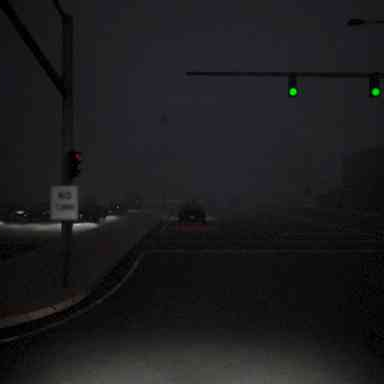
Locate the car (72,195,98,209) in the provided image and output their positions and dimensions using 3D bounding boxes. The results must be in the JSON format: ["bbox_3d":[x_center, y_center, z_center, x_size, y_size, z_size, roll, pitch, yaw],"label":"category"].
[{"bbox_3d":[-15.002,1.351,46.925,2.097,1.767,4.553,0,0,0],"label":"car"}]

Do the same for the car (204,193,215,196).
[{"bbox_3d":[3.497,1.229,64.925,2.150,2.045,5.566,0,0,0],"label":"car"}]

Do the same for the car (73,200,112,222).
[{"bbox_3d":[-8.078,1.564,26.246,1.994,1.385,4.181,0,0,0],"label":"car"}]

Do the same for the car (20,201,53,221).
[{"bbox_3d":[-11.573,1.477,27.053,1.882,1.535,5.008,0,0,0],"label":"car"}]

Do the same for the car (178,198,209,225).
[{"bbox_3d":[-0.001,1.477,23.865,1.882,1.535,5.008,0,0,0],"label":"car"}]

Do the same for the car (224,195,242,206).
[{"bbox_3d":[6.997,1.350,54.862,2.097,1.767,4.553,0,0,0],"label":"car"}]

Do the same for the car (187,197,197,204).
[{"bbox_3d":[-0.003,1.600,64.925,1.895,1.301,4.718,0,0,0],"label":"car"}]

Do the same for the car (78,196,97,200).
[{"bbox_3d":[-11.519,1.351,36.089,2.097,1.767,4.553,0,0,0],"label":"car"}]

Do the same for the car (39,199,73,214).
[{"bbox_3d":[-15.002,1.564,36.936,1.994,1.385,4.181,0,0,0],"label":"car"}]

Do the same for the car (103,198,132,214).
[{"bbox_3d":[-8.030,1.600,35.000,1.895,1.301,4.718,0,0,1],"label":"car"}]

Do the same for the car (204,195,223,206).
[{"bbox_3d":[3.497,1.562,54.892,1.994,1.385,4.181,0,0,0],"label":"car"}]

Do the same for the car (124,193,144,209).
[{"bbox_3d":[-8.002,1.220,45.571,2.150,2.045,5.566,0,0,0],"label":"car"}]

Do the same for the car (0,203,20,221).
[{"bbox_3d":[-15.071,1.564,27.240,1.994,1.385,4.181,0,0,0],"label":"car"}]

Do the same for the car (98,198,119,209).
[{"bbox_3d":[-11.502,1.525,46.009,1.812,1.442,4.674,0,0,0],"label":"car"}]
